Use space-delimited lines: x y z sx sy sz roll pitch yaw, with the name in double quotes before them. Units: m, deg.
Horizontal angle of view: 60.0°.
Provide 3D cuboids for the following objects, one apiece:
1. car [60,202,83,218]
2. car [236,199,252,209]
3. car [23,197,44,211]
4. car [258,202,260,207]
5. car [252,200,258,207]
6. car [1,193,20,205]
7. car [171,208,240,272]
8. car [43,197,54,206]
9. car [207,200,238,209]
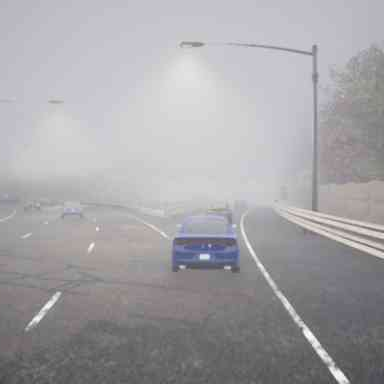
"car" -11.116 1.587 30.772 2.033 1.411 5.357 0 0 -22
"car" 7.198 1.692 48.995 2.033 1.411 5.357 0 -1 13
"car" -19.627 1.645 40.765 1.895 1.301 4.718 0 0 -28
"car" 15.143 2.993 79.100 2.128 1.511 4.902 0 -4 16
"car" 10.880 2.153 63.384 1.895 1.301 4.718 0 -2 15
"car" -32.450 1.280 59.549 2.150 2.045 5.566 0 0 -40
"car" 0.481 1.499 10.915 1.882 1.535 5.008 0 0 4
"car" -23.733 1.554 53.947 2.128 1.511 4.902 0 0 -35
"car" 2.115 1.542 24.823 2.128 1.511 4.902 0 0 8
